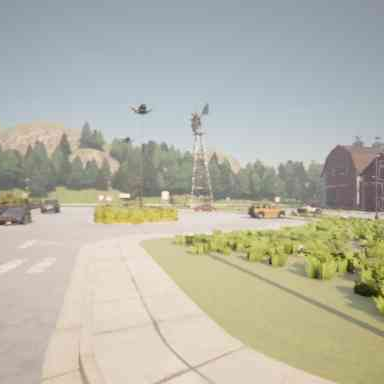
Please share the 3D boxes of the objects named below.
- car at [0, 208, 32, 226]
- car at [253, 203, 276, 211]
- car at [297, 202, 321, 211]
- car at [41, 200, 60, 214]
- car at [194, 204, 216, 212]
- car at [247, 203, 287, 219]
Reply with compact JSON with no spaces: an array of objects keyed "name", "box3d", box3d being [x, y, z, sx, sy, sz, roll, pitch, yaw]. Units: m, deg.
[{"name":"car","box3d":[-15.147,2.094,28.757,2.033,1.411,5.357,1,-1,-16]},{"name":"car","box3d":[14.297,3.021,65.788,4.193,1.474,1.816,1,-1,-16]},{"name":"car","box3d":[18.684,2.597,53.033,3.866,1.878,1.905,1,-1,-16]},{"name":"car","box3d":[-21.141,2.150,49.799,2.150,2.045,5.566,1,-1,-16]},{"name":"car","box3d":[2.305,2.854,60.983,3.905,1.438,1.784,1,-1,-16]},{"name":"car","box3d":[8.882,2.246,39.493,4.605,1.855,1.932,1,-1,-16]}]
